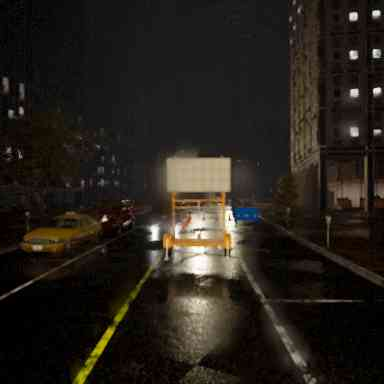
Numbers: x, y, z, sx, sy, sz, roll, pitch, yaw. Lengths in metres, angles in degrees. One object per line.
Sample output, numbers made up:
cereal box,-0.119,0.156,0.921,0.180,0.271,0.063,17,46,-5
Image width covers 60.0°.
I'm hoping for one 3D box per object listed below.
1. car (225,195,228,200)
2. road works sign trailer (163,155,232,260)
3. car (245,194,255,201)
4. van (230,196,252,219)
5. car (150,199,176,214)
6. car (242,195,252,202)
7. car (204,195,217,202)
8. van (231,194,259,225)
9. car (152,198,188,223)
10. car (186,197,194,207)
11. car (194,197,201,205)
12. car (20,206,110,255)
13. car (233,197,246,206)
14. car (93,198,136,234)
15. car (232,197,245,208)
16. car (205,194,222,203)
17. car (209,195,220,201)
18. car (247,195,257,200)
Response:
car,8.661,1.431,90.972,2.008,1.369,4.403,1,0,17
road works sign trailer,0.250,0.442,12.296,2.380,3.560,2.880,0,0,3
car,14.019,1.293,80.794,1.967,1.590,4.097,1,0,16
van,4.275,1.285,29.411,1.690,1.788,3.998,1,0,6
car,-3.035,1.510,36.242,1.947,1.339,4.313,1,0,7
car,12.530,1.426,75.305,1.947,1.339,4.313,1,0,15
car,4.208,1.460,75.133,1.947,1.339,4.313,1,0,14
van,3.738,1.296,23.573,1.690,1.788,3.998,1,0,5
car,-1.692,1.463,24.912,1.837,1.490,4.892,0,0,5
car,-1.456,1.493,47.533,1.947,1.339,4.313,1,0,9
car,0.524,1.493,58.705,1.802,1.307,4.206,1,0,11
car,-4.958,1.503,13.307,1.752,1.417,4.829,1,0,2
car,7.556,1.463,52.727,1.947,1.339,4.313,1,0,10
car,-4.628,1.284,19.134,2.192,1.841,5.009,1,0,4
car,6.599,1.433,47.131,1.752,1.417,4.829,1,0,9
car,4.579,1.246,65.646,2.097,1.767,4.553,0,0,13
car,5.561,1.415,80.287,1.752,1.417,4.829,1,0,15
car,15.591,1.390,86.214,1.887,1.381,4.507,1,0,17
